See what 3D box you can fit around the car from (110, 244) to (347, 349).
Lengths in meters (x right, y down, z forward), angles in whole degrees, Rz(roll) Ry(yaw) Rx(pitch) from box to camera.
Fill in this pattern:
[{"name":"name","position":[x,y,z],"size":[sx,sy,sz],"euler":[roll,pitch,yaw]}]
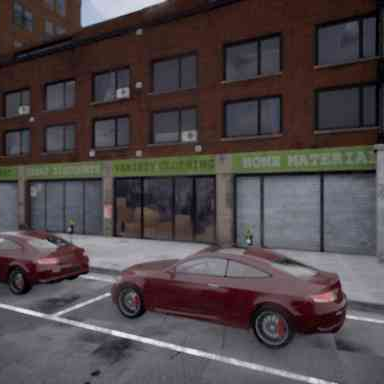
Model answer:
[{"name":"car","position":[0.484,1.621,6.030],"size":[4.206,1.307,1.802],"euler":[0,0,27]}]

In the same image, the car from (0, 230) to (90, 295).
[{"name":"car","position":[-4.553,1.645,8.614],"size":[4.206,1.307,1.802],"euler":[0,0,27]}]
